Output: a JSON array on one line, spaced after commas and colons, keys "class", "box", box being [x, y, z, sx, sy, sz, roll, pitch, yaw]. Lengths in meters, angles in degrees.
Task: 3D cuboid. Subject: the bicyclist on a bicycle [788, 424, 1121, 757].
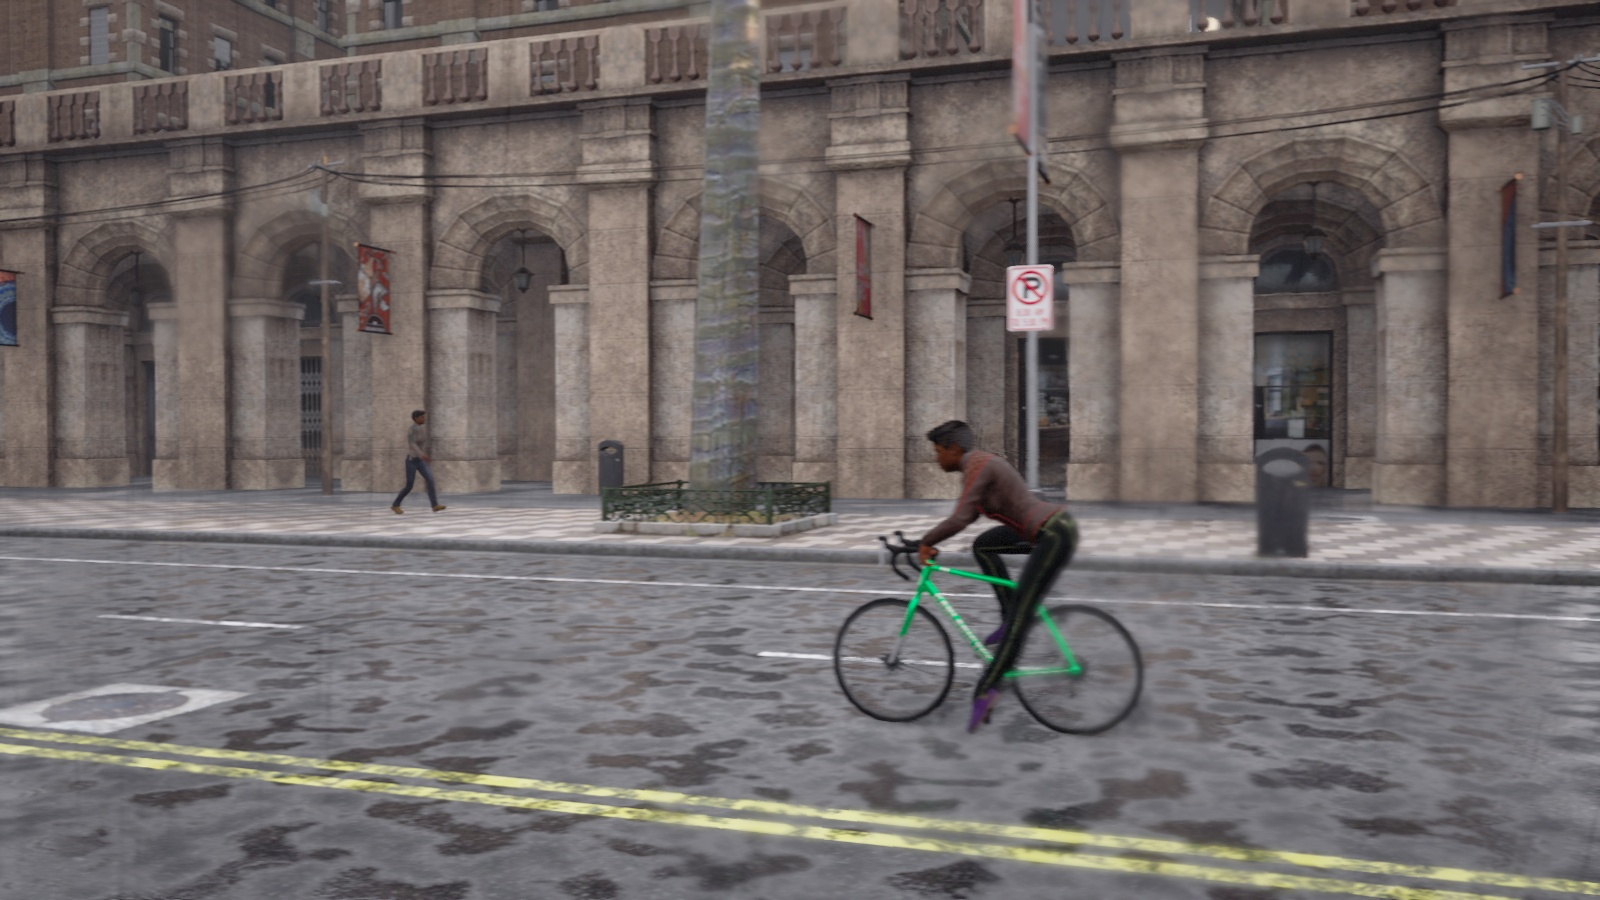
[{"class": "bicyclist on a bicycle", "box": [0.816, 0.676, 6.624, 1.656, 1.620, 0.582, 0, 1, 18]}]

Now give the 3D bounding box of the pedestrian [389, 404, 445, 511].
[{"class": "pedestrian", "box": [-6.536, 0.116, 21.413, 0.869, 1.805, 0.328, 0, 1, 15]}]
